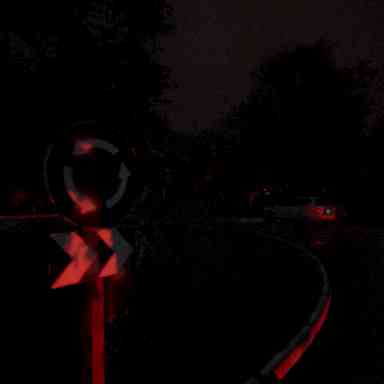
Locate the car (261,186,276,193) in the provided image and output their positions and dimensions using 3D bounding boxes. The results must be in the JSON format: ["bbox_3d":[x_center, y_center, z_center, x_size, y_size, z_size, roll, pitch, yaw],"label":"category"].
[{"bbox_3d":[18.508,-0.705,80.522,1.837,1.490,4.892,-1,4,44],"label":"car"}]

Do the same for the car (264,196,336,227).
[{"bbox_3d":[7.661,1.344,24.129,2.150,2.045,5.566,-1,0,-28],"label":"car"}]
